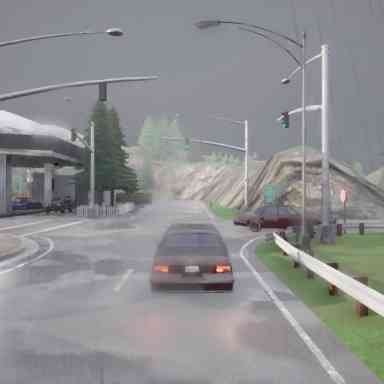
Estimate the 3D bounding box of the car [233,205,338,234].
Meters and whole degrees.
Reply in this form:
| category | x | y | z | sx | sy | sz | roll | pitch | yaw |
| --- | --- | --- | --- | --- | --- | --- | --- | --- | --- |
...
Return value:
| category | x | y | z | sx | sy | sz | roll | pitch | yaw |
| --- | --- | --- | --- | --- | --- | --- | --- | --- | --- |
| car | 4.955 | 1.387 | 17.928 | 5.357 | 1.411 | 2.033 | -1 | 0 | 29 |

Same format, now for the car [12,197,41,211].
| category | x | y | z | sx | sy | sz | roll | pitch | yaw |
| --- | --- | --- | --- | --- | --- | --- | --- | --- | --- |
| car | -20.220 | 1.480 | 40.846 | 2.242 | 1.667 | 4.611 | 0 | 0 | -1 |

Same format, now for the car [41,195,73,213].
| category | x | y | z | sx | sy | sz | roll | pitch | yaw |
| --- | --- | --- | --- | --- | --- | --- | --- | --- | --- |
| car | -14.515 | 1.313 | 36.567 | 1.905 | 1.878 | 3.866 | 0 | 0 | -1 |

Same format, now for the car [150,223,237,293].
| category | x | y | z | sx | sy | sz | roll | pitch | yaw |
| --- | --- | --- | --- | --- | --- | --- | --- | --- | --- |
| car | 0.004 | 1.547 | 8.980 | 2.033 | 1.411 | 5.357 | 0 | 0 | 0 |
